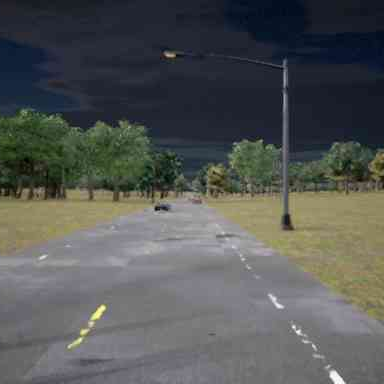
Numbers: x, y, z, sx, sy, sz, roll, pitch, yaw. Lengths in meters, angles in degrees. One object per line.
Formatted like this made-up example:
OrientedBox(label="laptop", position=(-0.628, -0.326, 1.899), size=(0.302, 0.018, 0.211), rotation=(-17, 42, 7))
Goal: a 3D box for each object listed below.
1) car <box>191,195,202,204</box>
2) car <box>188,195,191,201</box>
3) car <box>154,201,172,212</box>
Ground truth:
OrientedBox(label="car", position=(1.210, 1.897, 71.506), size=(1.812, 1.442, 4.674), rotation=(0, 0, 0))
OrientedBox(label="car", position=(-0.019, 1.650, 91.273), size=(2.097, 1.767, 4.553), rotation=(0, 0, 0))
OrientedBox(label="car", position=(-3.570, 1.801, 41.041), size=(1.895, 1.301, 4.718), rotation=(0, 0, 0))
